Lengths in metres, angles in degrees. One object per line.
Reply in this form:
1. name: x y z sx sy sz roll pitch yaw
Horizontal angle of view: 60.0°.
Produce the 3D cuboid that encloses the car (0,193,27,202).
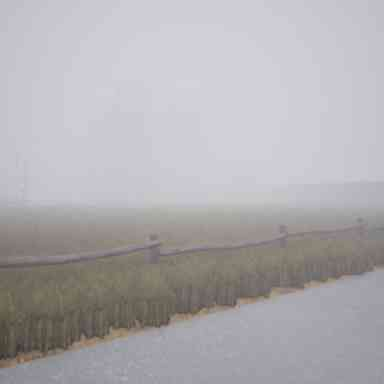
1. car: -38.366 1.482 72.005 4.611 1.667 2.242 0 0 -35
